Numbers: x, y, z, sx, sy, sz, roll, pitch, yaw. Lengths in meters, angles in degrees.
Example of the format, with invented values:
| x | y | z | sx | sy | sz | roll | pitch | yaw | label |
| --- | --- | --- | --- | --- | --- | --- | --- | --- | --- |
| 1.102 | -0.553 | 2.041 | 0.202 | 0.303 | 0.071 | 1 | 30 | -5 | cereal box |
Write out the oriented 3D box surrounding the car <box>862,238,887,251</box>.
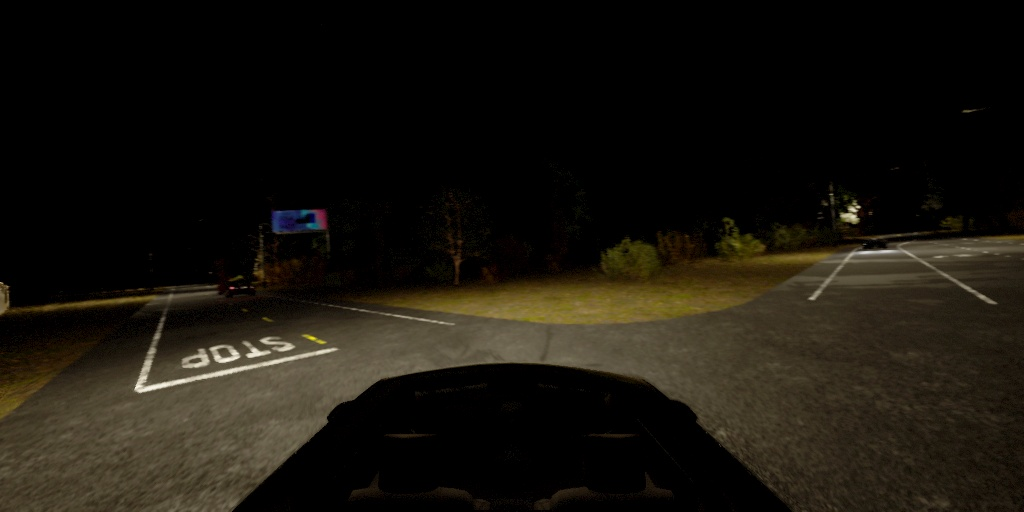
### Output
| x | y | z | sx | sy | sz | roll | pitch | yaw | label |
| --- | --- | --- | --- | --- | --- | --- | --- | --- | --- |
| 39.257 | -1.299 | 38.811 | 4.718 | 1.301 | 1.895 | -4 | 0 | -44 | car |

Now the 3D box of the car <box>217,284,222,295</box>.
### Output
| x | y | z | sx | sy | sz | roll | pitch | yaw | label |
| --- | --- | --- | --- | --- | --- | --- | --- | --- | --- |
| -34.826 | 3.899 | 44.089 | 1.882 | 1.535 | 5.008 | -4 | 0 | -43 | car |

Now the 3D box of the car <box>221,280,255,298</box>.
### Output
| x | y | z | sx | sy | sz | roll | pitch | yaw | label |
| --- | --- | --- | --- | --- | --- | --- | --- | --- | --- |
| -27.871 | 3.247 | 36.659 | 2.097 | 1.767 | 4.553 | -4 | -1 | -43 | car |
